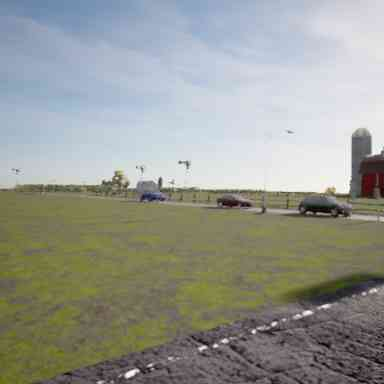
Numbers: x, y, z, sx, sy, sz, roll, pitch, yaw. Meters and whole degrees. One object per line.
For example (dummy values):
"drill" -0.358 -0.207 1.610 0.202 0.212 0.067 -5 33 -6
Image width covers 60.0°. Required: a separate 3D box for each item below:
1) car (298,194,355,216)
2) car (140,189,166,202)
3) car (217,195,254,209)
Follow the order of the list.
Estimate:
"car" 11.561 1.098 28.741 2.097 1.767 4.553 1 0 -36
"car" -6.388 0.537 53.664 2.150 2.045 5.566 1 0 -35
"car" 4.901 1.061 37.954 1.882 1.535 5.008 1 0 -36
